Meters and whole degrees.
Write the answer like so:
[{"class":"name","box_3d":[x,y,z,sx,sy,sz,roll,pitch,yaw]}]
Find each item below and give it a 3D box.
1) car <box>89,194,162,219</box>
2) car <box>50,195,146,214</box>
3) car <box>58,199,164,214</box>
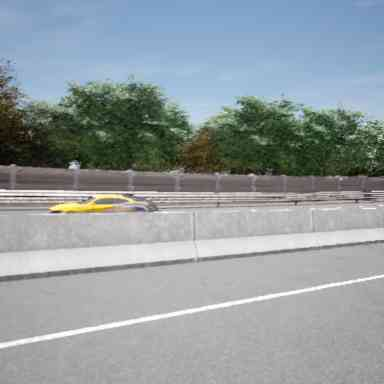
[{"class":"car","box_3d":[-4.279,0.877,21.540,4.181,1.385,1.994,1,2,-29]},{"class":"car","box_3d":[-4.676,0.887,17.320,5.008,1.535,1.882,1,2,-29]},{"class":"car","box_3d":[-3.004,1.139,14.258,4.718,1.301,1.895,1,2,-29]}]
